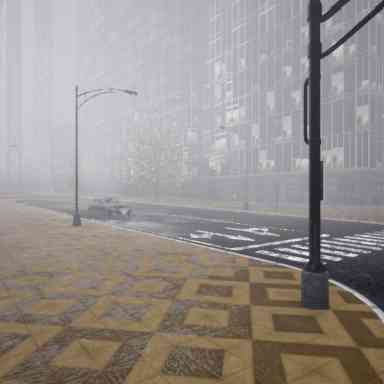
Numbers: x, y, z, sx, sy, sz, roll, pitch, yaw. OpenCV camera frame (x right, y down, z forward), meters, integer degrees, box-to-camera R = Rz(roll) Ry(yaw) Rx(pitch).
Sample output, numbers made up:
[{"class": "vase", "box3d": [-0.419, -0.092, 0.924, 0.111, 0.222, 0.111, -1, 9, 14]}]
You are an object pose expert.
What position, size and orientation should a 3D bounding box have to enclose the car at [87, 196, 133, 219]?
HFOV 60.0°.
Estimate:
[{"class": "car", "box3d": [-6.083, 1.084, 24.462, 2.128, 1.511, 4.902, 0, 1, -38]}]
